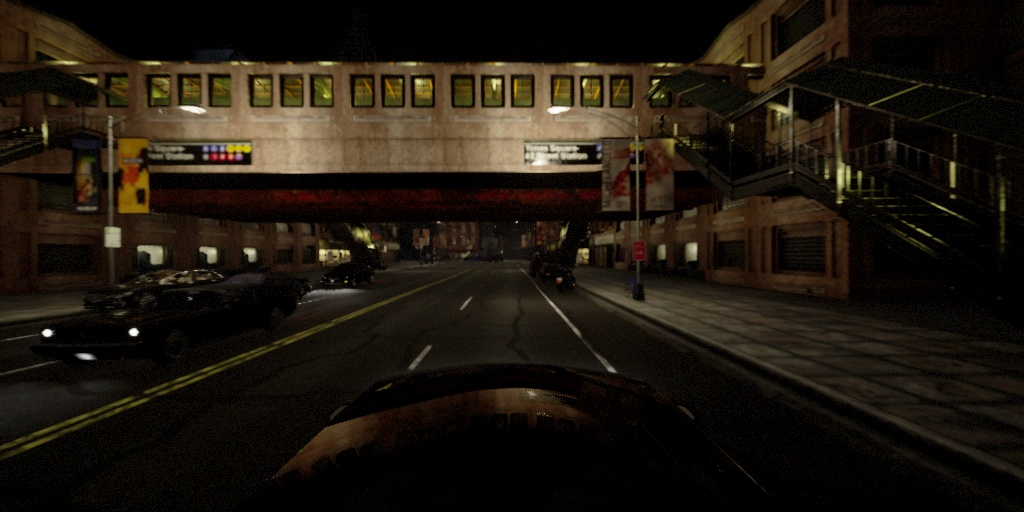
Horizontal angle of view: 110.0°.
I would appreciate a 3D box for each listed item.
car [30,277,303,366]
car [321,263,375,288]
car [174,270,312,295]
[{"bbox_3d":[-7.155,1.368,8.208,1.895,1.301,4.718,0,0,-1],"label":"car"},{"bbox_3d":[-10.732,1.226,23.844,1.837,1.490,4.892,0,0,0],"label":"car"},{"bbox_3d":[-10.648,1.374,15.131,2.033,1.411,5.357,0,0,-1],"label":"car"}]
